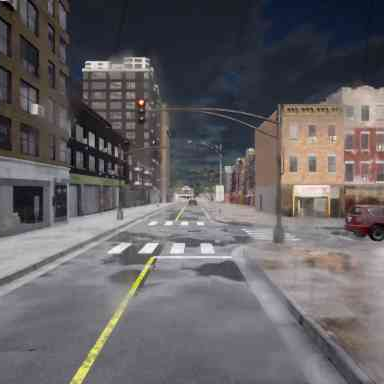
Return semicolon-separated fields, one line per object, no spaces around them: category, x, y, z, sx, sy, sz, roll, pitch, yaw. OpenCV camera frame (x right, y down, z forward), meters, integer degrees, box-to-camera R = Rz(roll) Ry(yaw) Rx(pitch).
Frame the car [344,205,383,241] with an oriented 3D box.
car;10.843;1.642;17.854;5.009;1.841;2.192;1;-1;0

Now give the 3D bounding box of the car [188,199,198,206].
car;0.154;2.204;72.477;1.837;1.490;4.892;0;-1;0
